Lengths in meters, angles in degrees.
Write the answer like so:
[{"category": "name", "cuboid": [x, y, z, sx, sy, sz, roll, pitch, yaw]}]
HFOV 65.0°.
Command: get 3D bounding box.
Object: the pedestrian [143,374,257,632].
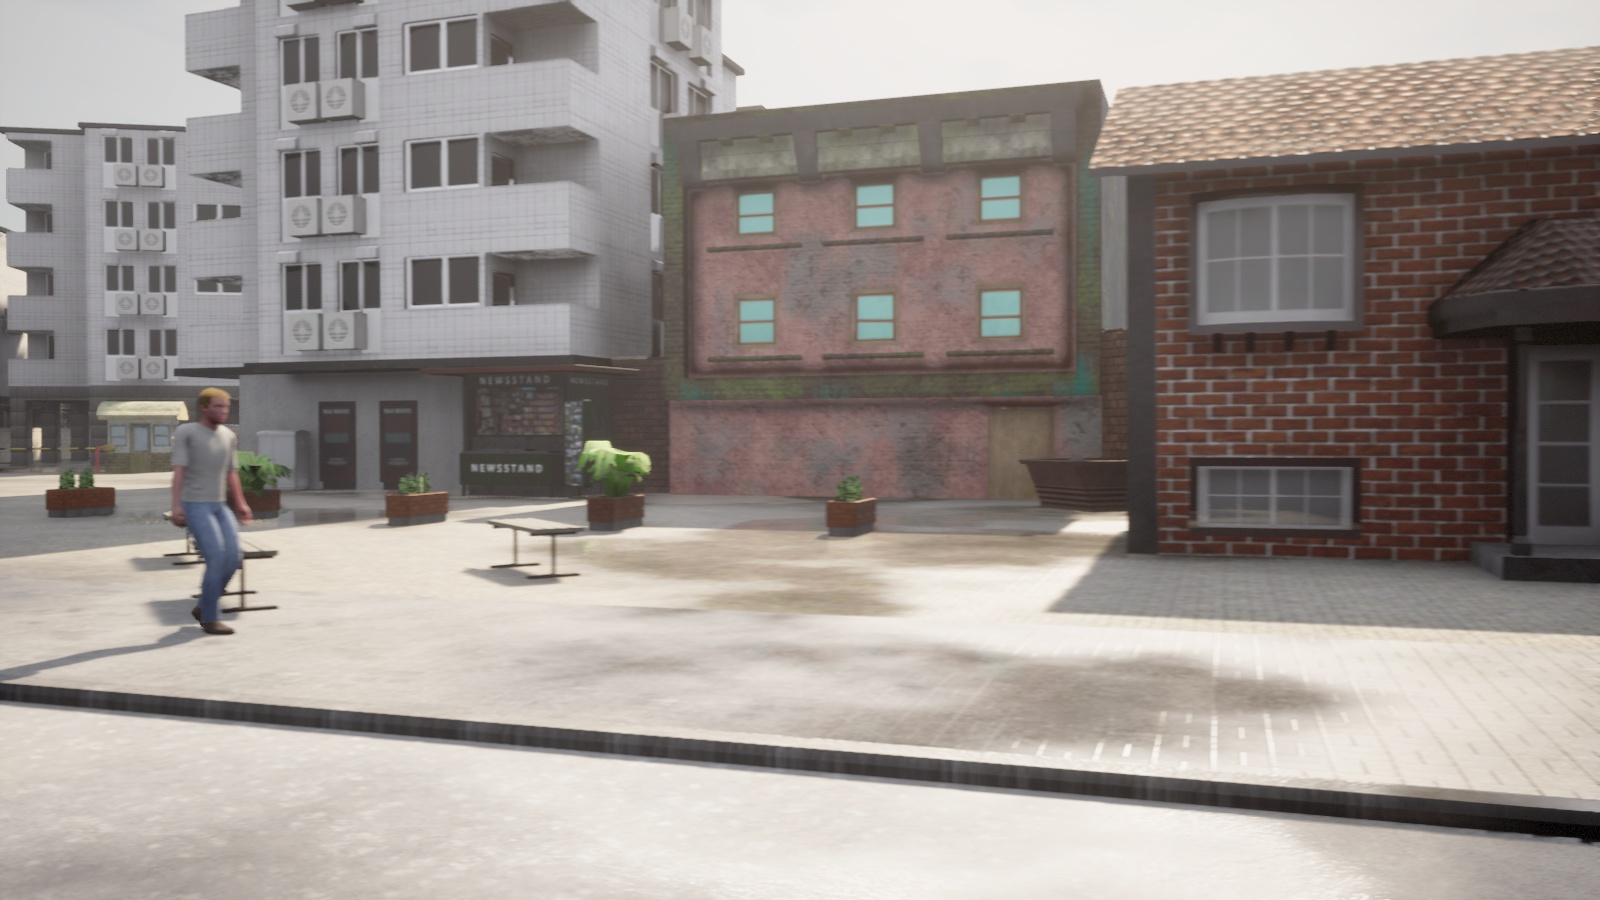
[{"category": "pedestrian", "cuboid": [-4.398, 0.372, 9.213, 0.706, 1.836, 0.354, 1, 1, 19]}]
